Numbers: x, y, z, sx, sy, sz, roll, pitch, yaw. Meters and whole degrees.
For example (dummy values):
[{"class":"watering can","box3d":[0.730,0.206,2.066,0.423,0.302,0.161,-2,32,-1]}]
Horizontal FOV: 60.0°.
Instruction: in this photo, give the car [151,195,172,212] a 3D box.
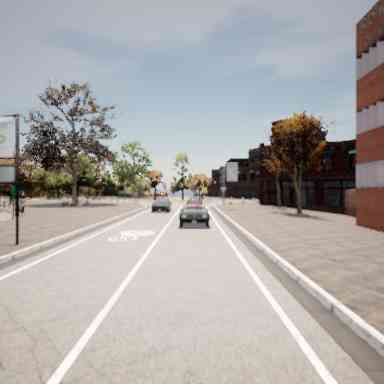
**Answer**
[{"class":"car","box3d":[-3.118,1.338,35.017,2.033,1.411,5.357,0,0,0]}]

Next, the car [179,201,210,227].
[{"class":"car","box3d":[0.156,1.473,21.914,1.895,1.301,4.718,0,0,0]}]

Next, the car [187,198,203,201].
[{"class":"car","box3d":[0.306,1.329,38.402,1.994,1.385,4.181,0,0,2]}]
